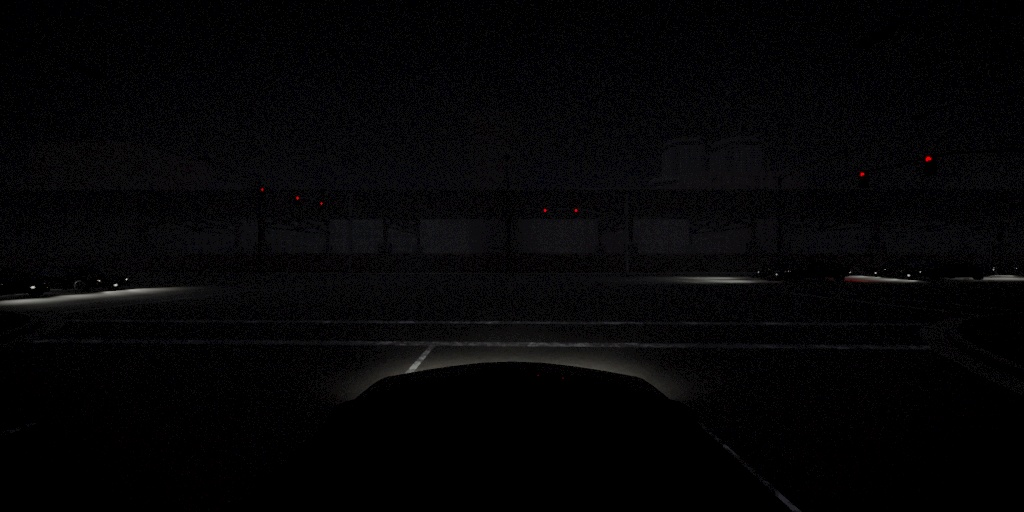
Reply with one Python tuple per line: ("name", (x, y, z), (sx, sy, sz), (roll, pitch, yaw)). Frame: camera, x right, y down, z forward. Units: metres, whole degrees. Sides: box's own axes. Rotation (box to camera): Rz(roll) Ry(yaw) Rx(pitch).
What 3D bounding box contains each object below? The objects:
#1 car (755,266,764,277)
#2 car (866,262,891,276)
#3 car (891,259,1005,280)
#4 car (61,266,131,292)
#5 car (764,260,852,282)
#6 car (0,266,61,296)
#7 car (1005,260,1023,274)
("car", (23.111, 1.054, 29.970), (4.902, 1.511, 2.128), (-1, 0, 2))
("car", (32.851, 0.989, 29.712), (5.357, 1.411, 2.033), (-1, 0, 1))
("car", (31.762, 1.008, 26.240), (5.357, 1.411, 2.033), (-1, 0, 1))
("car", (-25.284, 1.273, 20.545), (5.357, 1.411, 2.033), (0, 0, 2))
("car", (22.054, 1.068, 26.489), (4.902, 1.511, 2.128), (-1, 0, 1))
("car", (-25.110, 1.236, 17.041), (4.892, 1.490, 1.837), (0, 0, 2))
("car", (43.072, 0.822, 29.437), (5.357, 1.411, 2.033), (-1, 0, 1))
